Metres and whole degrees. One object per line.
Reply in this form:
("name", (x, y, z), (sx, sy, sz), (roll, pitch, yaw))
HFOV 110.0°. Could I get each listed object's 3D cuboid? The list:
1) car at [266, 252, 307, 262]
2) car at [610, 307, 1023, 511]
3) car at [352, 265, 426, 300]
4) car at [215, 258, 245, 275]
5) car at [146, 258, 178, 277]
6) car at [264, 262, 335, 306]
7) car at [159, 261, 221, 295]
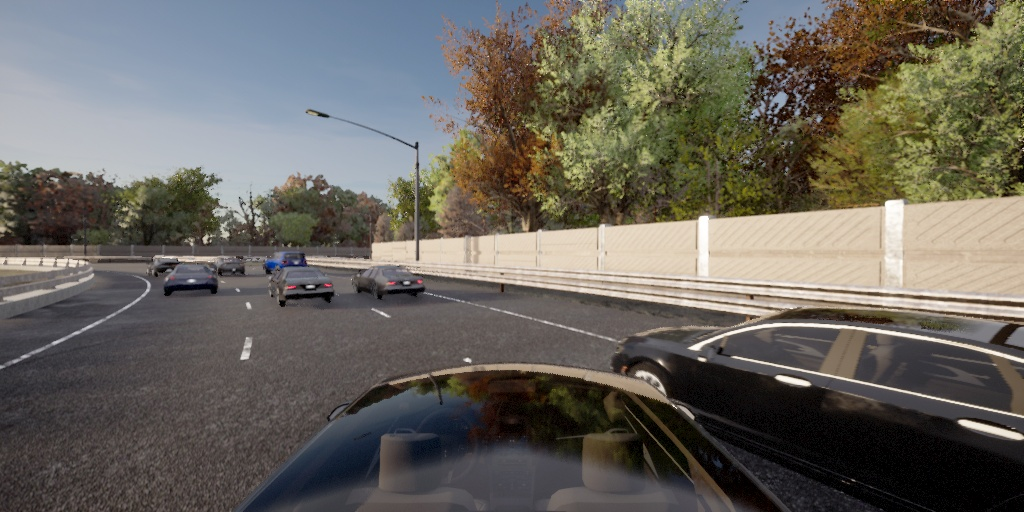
("car", (-20.133, 0.655, 31.884), (5.566, 2.045, 2.150), (1, 1, 41))
("car", (3.096, 1.239, 3.343), (1.837, 1.490, 4.892), (0, 0, -30))
("car", (-5.892, 1.142, 16.736), (2.033, 1.411, 5.357), (0, 1, -38))
("car", (-25.057, 0.927, 31.458), (4.902, 1.511, 2.128), (1, 1, 40))
("car", (-29.735, 0.945, 30.736), (4.892, 1.490, 1.837), (0, 1, 39))
("car", (-8.965, 1.157, 15.111), (2.033, 1.411, 5.357), (0, 1, -39))
("car", (-16.492, 1.135, 18.435), (1.994, 1.385, 4.181), (0, 1, -42))
